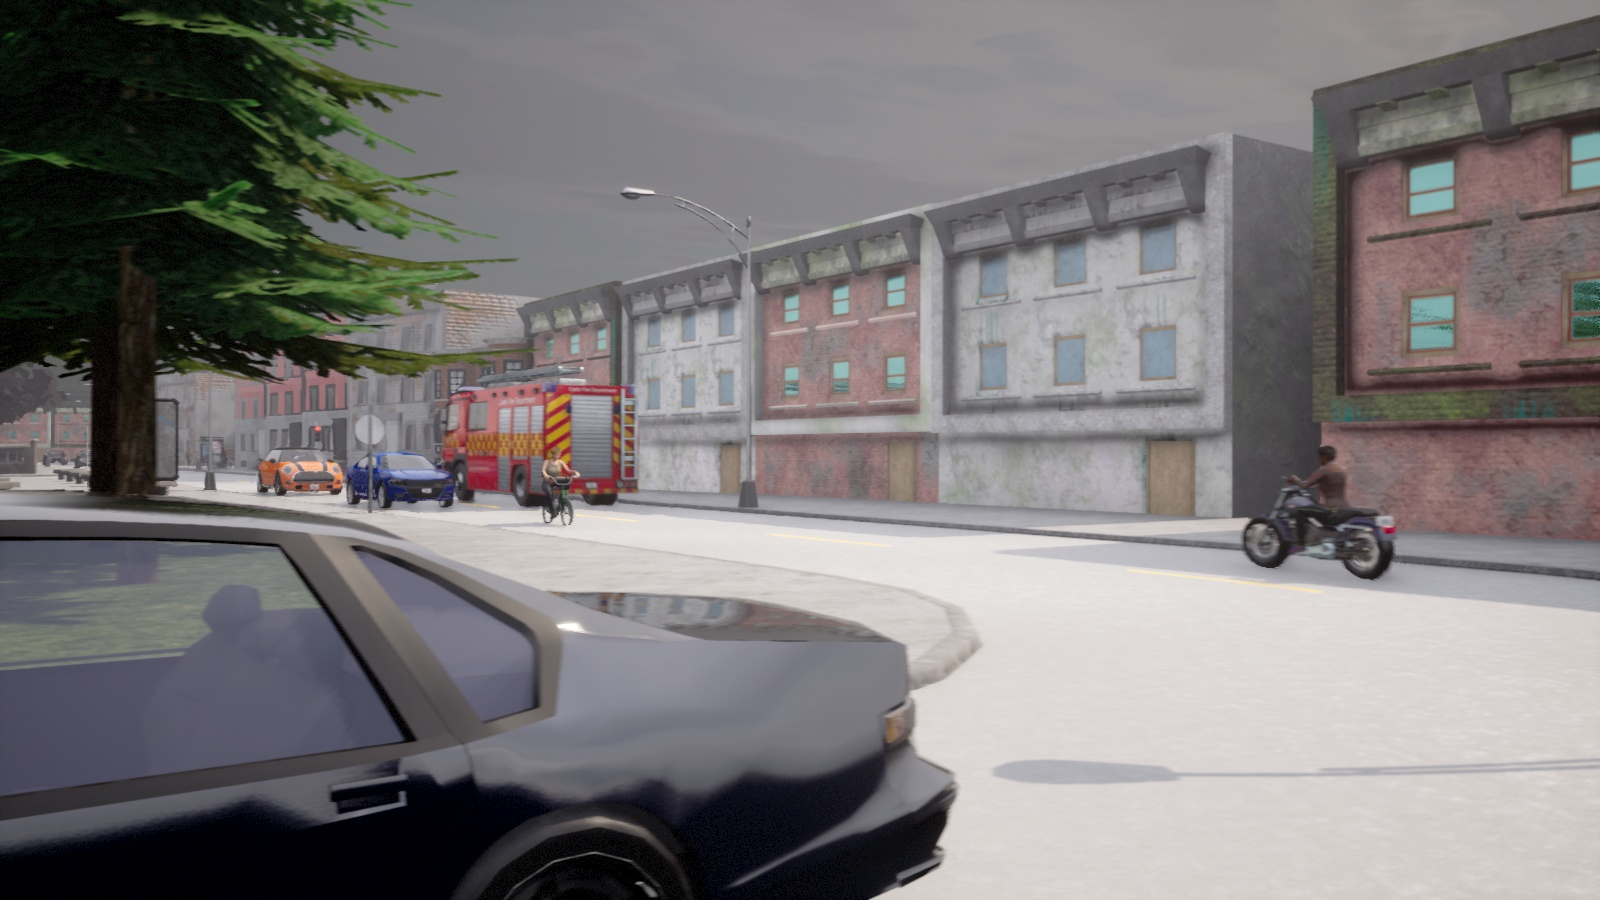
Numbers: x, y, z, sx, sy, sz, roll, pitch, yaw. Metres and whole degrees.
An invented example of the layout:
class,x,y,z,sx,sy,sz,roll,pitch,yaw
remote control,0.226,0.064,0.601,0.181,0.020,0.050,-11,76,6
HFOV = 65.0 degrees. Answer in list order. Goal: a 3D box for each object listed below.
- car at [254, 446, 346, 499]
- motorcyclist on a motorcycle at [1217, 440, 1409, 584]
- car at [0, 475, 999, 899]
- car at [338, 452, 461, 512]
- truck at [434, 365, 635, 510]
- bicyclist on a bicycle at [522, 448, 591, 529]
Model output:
class,x,y,z,sx,sy,sz,roll,pitch,yaw
car,-17.805,0.759,44.573,2.097,1.767,4.553,0,0,-34
motorcyclist on a motorcycle,6.347,0.723,15.708,0.766,1.649,2.350,-1,0,-23
car,-2.223,0.804,2.632,5.357,1.411,2.033,0,0,-36
car,-11.176,0.838,34.815,1.882,1.535,5.008,0,0,-34
truck,-8.139,-0.304,37.462,2.891,3.827,8.468,0,0,-34
bicyclist on a bicycle,-4.996,0.760,25.727,0.866,1.612,1.509,0,0,-34
